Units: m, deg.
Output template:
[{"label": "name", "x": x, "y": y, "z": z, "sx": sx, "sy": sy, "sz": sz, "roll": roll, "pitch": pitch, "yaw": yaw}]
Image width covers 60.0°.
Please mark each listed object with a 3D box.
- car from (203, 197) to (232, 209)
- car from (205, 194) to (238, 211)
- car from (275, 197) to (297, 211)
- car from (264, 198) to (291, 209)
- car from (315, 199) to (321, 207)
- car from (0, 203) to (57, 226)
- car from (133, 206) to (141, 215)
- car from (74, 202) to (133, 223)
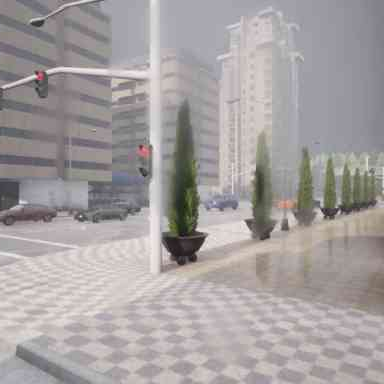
[{"label": "car", "x": 3.720, "y": 1.560, "z": 47.775, "sx": 1.837, "sy": 1.490, "sz": 4.892, "roll": 0, "pitch": 0, "yaw": 35}, {"label": "car", "x": 3.807, "y": 1.277, "z": 41.768, "sx": 2.150, "sy": 2.045, "sz": 5.566, "roll": 0, "pitch": 0, "yaw": 35}, {"label": "car", "x": 12.271, "y": 1.407, "z": 41.388, "sx": 2.097, "sy": 1.767, "sz": 4.553, "roll": 0, "pitch": 0, "yaw": 35}, {"label": "car", "x": 12.271, "y": 1.603, "z": 47.557, "sx": 2.033, "sy": 1.411, "sz": 5.357, "roll": 0, "pitch": 0, "yaw": 35}, {"label": "car", "x": 17.528, "y": 1.533, "z": 49.046, "sx": 1.882, "sy": 1.535, "sz": 5.008, "roll": 0, "pitch": 0, "yaw": 35}, {"label": "car", "x": -12.313, "y": 1.581, "z": 24.550, "sx": 1.812, "sy": 1.442, "sz": 4.674, "roll": 0, "pitch": 0, "yaw": 35}, {"label": "car", "x": -7.164, "y": 1.656, "z": 32.052, "sx": 1.895, "sy": 1.301, "sz": 4.718, "roll": 0, "pitch": 0, "yaw": 35}, {"label": "car", "x": -7.043, "y": 1.619, "z": 26.064, "sx": 1.994, "sy": 1.385, "sz": 4.181, "roll": 0, "pitch": 0, "yaw": 35}]
